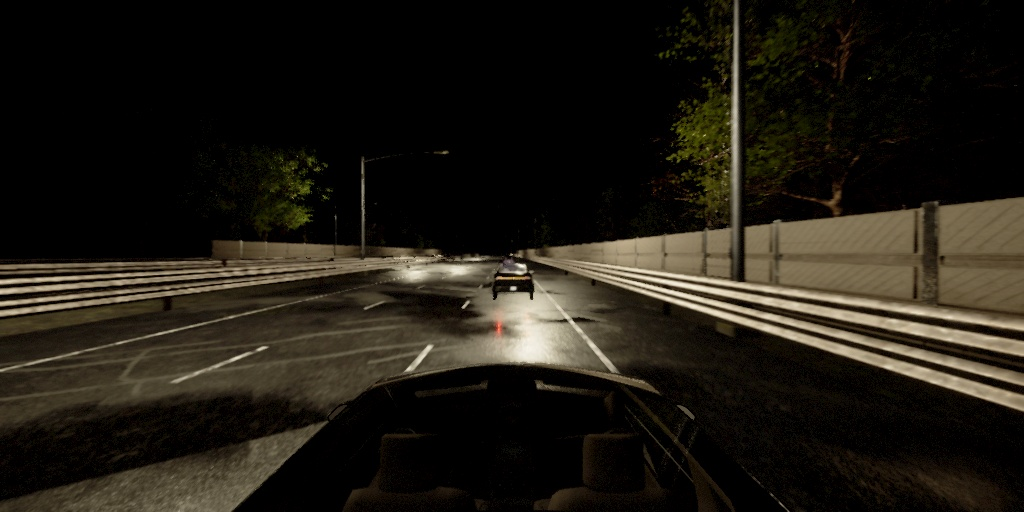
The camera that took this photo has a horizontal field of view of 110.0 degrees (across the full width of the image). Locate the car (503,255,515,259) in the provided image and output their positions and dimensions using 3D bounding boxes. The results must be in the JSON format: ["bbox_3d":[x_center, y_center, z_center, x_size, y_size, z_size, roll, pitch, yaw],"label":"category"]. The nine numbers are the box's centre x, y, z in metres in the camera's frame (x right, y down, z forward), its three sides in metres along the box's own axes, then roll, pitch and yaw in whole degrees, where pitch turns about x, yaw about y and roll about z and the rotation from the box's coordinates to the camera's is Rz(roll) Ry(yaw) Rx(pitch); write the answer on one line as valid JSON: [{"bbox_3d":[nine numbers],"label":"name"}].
[{"bbox_3d":[-0.444,0.700,50.132,2.033,1.649,4.856,0,1,-1],"label":"car"}]

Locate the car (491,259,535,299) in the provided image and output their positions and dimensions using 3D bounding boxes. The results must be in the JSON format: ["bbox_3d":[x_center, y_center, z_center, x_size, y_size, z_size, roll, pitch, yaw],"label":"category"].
[{"bbox_3d":[0.038,1.098,17.077,2.128,1.511,4.902,0,1,0],"label":"car"}]
